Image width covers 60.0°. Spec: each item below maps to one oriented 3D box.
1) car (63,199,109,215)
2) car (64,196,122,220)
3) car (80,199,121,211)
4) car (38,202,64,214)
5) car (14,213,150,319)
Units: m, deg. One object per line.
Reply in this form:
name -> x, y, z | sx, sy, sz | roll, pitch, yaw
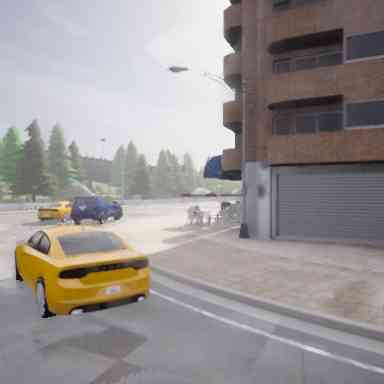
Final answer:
car -> -11.295, 1.566, 35.732 | 1.882, 1.535, 5.008 | 0, 0, 23
car -> -7.151, 1.286, 25.383 | 2.150, 2.045, 5.566 | 0, -1, 7
car -> -11.761, 1.662, 43.140 | 2.033, 1.411, 5.357 | 0, 0, 26
car -> -10.269, 1.537, 26.722 | 1.882, 1.535, 5.008 | 0, 0, 9
car -> -2.780, 1.497, 7.656 | 1.882, 1.535, 5.008 | 0, 0, -36
